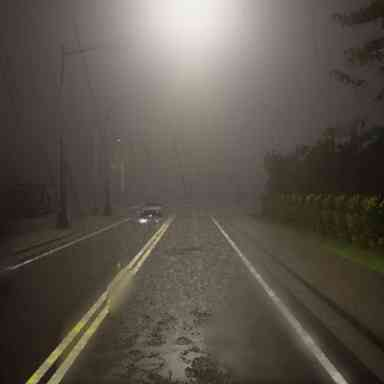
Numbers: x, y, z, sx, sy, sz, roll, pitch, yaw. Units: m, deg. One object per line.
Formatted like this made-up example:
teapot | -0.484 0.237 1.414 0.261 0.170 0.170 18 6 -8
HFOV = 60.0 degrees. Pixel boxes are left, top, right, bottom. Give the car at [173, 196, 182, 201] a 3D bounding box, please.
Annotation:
car | -3.500 1.575 80.978 1.895 1.301 4.718 0 0 0

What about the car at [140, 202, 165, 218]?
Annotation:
car | -3.500 1.600 30.650 2.033 1.411 5.357 0 0 0
